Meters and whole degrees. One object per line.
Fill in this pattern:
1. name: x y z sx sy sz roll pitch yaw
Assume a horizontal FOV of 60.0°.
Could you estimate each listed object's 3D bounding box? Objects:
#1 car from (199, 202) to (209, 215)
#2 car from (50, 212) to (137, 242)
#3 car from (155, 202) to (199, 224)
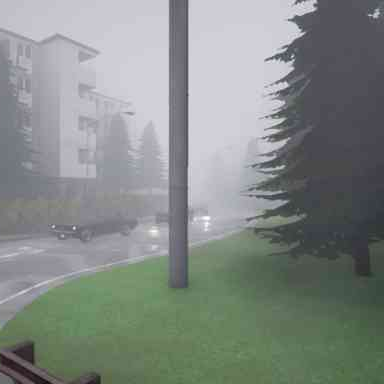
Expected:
1. car: 0.884 1.771 36.365 1.895 1.301 4.718 0 0 4
2. car: -5.083 1.773 17.739 1.895 1.301 4.718 0 0 29
3. car: -1.259 1.649 26.220 1.882 1.535 5.008 0 0 17
